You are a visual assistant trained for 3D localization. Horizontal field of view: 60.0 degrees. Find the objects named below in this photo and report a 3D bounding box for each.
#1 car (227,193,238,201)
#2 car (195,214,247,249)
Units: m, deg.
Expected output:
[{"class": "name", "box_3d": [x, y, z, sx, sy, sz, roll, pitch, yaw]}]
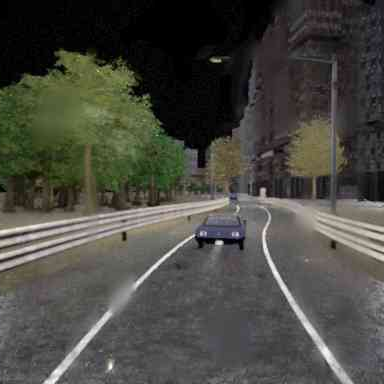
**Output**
[{"class": "car", "box_3d": [9.412, 1.179, 79.009, 2.150, 2.045, 5.566, 0, 0, -5]}, {"class": "car", "box_3d": [1.439, 1.607, 14.634, 1.895, 1.301, 4.718, 0, 0, 11]}]
